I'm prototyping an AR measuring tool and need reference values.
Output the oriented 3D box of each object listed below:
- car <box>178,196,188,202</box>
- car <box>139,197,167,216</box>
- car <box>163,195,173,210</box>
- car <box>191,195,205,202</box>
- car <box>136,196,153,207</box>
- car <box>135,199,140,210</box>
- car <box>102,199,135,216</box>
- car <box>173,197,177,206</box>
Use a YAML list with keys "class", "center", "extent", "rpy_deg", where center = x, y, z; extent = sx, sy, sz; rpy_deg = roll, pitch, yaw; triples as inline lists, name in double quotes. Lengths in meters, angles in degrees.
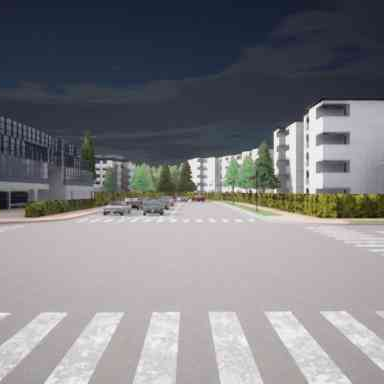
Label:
- class: "car"
  center: [-2.382, 1.578, 73.572]
  extent: [1.895, 1.301, 4.718]
  rpy_deg: [0, 0, -17]
- class: "car"
  center: [-3.706, 1.497, 32.640]
  extent: [1.837, 1.490, 4.892]
  rpy_deg: [0, 0, -2]
- class: "car"
  center: [-3.830, 1.495, 42.045]
  extent: [1.837, 1.490, 4.892]
  rpy_deg: [0, 0, 0]
- class: "car"
  center: [1.272, 1.461, 73.514]
  extent: [1.882, 1.535, 5.008]
  rpy_deg: [0, 0, -17]
- class: "car"
  center: [-7.419, 1.479, 52.519]
  extent: [2.128, 1.511, 4.902]
  rpy_deg: [0, 0, 0]
- class: "car"
  center: [-7.334, 1.538, 42.282]
  extent: [2.033, 1.411, 5.357]
  rpy_deg: [0, 0, 0]
- class: "car"
  center: [-7.291, 1.593, 32.631]
  extent: [1.895, 1.301, 4.718]
  rpy_deg: [0, 0, 1]
- class: "car"
  center: [-3.893, 1.340, 52.034]
  extent: [2.097, 1.767, 4.553]
  rpy_deg: [0, 0, 0]
